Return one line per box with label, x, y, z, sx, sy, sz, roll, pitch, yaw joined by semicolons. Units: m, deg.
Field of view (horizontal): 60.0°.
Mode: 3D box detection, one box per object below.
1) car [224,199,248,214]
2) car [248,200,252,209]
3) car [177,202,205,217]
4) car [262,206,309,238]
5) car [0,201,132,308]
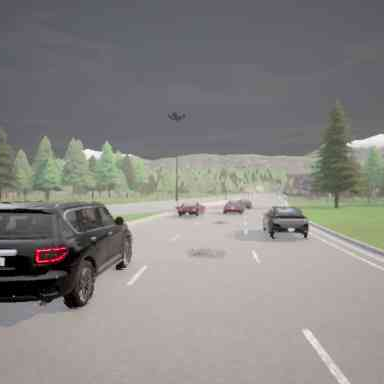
car;4.569;1.592;35.593;1.994;1.385;4.181;0;0;13
car;7.014;1.601;45.207;1.994;1.385;4.181;0;0;15
car;0.057;1.627;31.809;1.895;1.301;4.718;0;0;12
car;4.875;1.506;17.670;2.128;1.511;4.902;0;0;7
car;-3.059;1.229;8.115;2.150;2.045;5.566;0;0;3
